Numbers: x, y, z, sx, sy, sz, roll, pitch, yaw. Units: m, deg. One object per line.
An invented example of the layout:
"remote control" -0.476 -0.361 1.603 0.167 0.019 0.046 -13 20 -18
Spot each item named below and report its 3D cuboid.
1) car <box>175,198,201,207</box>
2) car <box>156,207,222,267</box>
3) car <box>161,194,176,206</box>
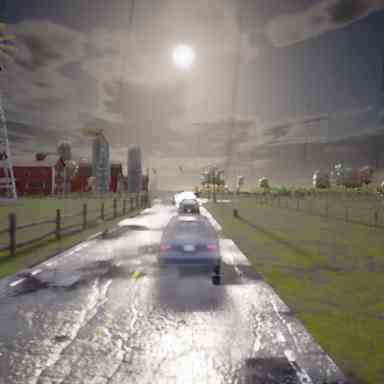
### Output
"car" -0.239 1.267 28.869 1.812 1.442 4.674 0 1 0
"car" -0.086 1.448 10.967 2.033 1.411 5.357 0 1 0
"car" -3.264 1.091 46.826 1.837 1.490 4.892 0 0 0
